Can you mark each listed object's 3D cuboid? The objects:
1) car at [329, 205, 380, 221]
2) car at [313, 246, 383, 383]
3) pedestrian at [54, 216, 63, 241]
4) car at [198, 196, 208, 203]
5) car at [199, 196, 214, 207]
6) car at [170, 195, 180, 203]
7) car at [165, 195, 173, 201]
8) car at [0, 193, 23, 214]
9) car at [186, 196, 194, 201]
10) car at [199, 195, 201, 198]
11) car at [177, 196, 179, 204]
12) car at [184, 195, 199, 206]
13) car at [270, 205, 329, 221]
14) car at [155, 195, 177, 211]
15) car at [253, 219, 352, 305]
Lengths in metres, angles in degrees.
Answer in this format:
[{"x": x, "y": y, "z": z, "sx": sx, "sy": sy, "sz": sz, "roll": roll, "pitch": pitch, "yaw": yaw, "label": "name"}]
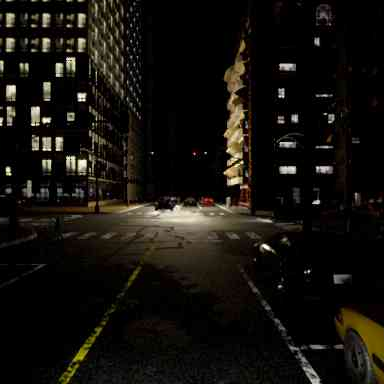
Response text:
[{"x": 14.452, "y": 1.836, "z": 30.337, "sx": 4.829, "sy": 1.417, "sz": 1.752, "roll": 1, "pitch": -1, "yaw": -1, "label": "car"}, {"x": 2.675, "y": 1.525, "z": 2.409, "sx": 1.752, "sy": 1.417, "sz": 4.829, "roll": 0, "pitch": 0, "yaw": 0, "label": "car"}, {"x": -6.154, "y": 1.295, "z": 15.329, "sx": 0.375, "sy": 1.860, "sz": 0.375, "roll": 0, "pitch": 0, "yaw": 0, "label": "pedestrian"}, {"x": 2.262, "y": 1.577, "z": 68.510, "sx": 2.008, "sy": 1.369, "sz": 4.403, "roll": 0, "pitch": 0, "yaw": 0, "label": "car"}, {"x": 2.427, "y": 1.595, "z": 49.945, "sx": 1.802, "sy": 1.307, "sz": 4.206, "roll": 0, "pitch": 0, "yaw": 0, "label": "car"}, {"x": -3.436, "y": 1.505, "z": 69.404, "sx": 1.882, "sy": 1.535, "sz": 5.008, "roll": 0, "pitch": 0, "yaw": 0, "label": "car"}, {"x": -6.260, "y": 1.598, "z": 91.051, "sx": 2.008, "sy": 1.369, "sz": 4.403, "roll": 0, "pitch": 0, "yaw": 0, "label": "car"}, {"x": -17.882, "y": 1.029, "z": 29.857, "sx": 5.009, "sy": 1.841, "sz": 2.192, "roll": 1, "pitch": -1, "yaw": -1, "label": "car"}, {"x": -0.518, "y": 1.591, "z": 82.938, "sx": 1.994, "sy": 1.385, "sz": 4.181, "roll": 0, "pitch": 0, "yaw": 0, "label": "car"}, {"x": 2.296, "y": 1.573, "z": 62.862, "sx": 2.008, "sy": 1.369, "sz": 4.403, "roll": 0, "pitch": 0, "yaw": 0, "label": "car"}, {"x": -3.408, "y": 1.505, "z": 49.874, "sx": 2.128, "sy": 1.511, "sz": 4.902, "roll": 0, "pitch": 0, "yaw": 0, "label": "car"}, {"x": -0.246, "y": 1.581, "z": 55.431, "sx": 1.994, "sy": 1.385, "sz": 4.181, "roll": 0, "pitch": 0, "yaw": 0, "label": "car"}, {"x": 8.682, "y": 1.761, "z": 27.645, "sx": 4.181, "sy": 1.385, "sz": 1.994, "roll": 1, "pitch": 0, "yaw": -1, "label": "car"}, {"x": -3.352, "y": 1.360, "z": 40.826, "sx": 2.097, "sy": 1.767, "sz": 4.553, "roll": 0, "pitch": 0, "yaw": 0, "label": "car"}, {"x": 2.640, "y": 1.566, "z": 7.922, "sx": 1.947, "sy": 1.339, "sz": 4.313, "roll": 0, "pitch": 0, "yaw": 0, "label": "car"}]
